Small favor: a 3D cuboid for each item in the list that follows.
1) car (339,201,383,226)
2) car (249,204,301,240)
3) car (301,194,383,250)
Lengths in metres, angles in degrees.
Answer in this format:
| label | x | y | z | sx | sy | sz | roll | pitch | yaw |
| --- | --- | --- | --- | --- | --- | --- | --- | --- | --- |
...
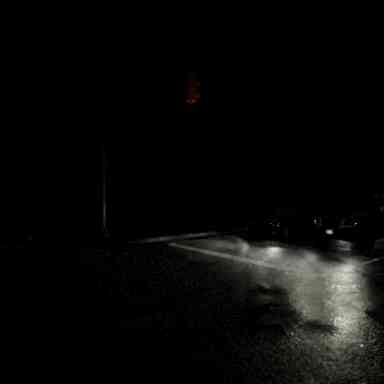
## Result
| label | x | y | z | sx | sy | sz | roll | pitch | yaw |
| --- | --- | --- | --- | --- | --- | --- | --- | --- | --- |
| car | 12.558 | 1.403 | 23.164 | 5.357 | 1.411 | 2.033 | 0 | 0 | -40 |
| car | 5.000 | 1.398 | 16.881 | 5.008 | 1.535 | 1.882 | -1 | 0 | -39 |
| car | 7.361 | 1.134 | 14.291 | 5.566 | 2.045 | 2.150 | -1 | 0 | -38 |
